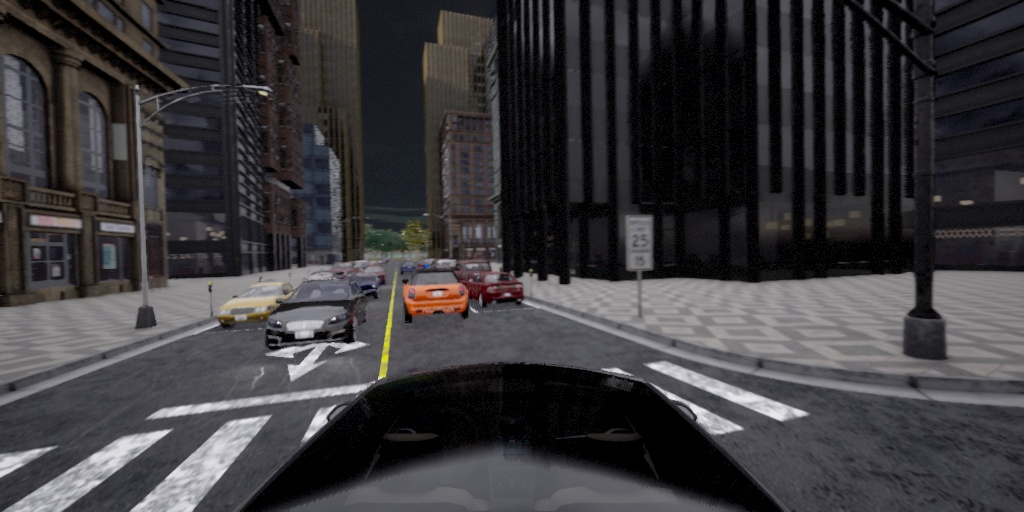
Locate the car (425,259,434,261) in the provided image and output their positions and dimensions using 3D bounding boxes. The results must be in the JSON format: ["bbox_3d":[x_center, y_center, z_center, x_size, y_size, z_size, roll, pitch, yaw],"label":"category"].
[{"bbox_3d":[-6.957,1.218,35.275,2.192,1.841,5.009,0,0,-18],"label":"car"}]

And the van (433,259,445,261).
[{"bbox_3d":[-5.425,1.221,30.424,1.690,1.789,3.998,0,0,-18],"label":"van"}]

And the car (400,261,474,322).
[{"bbox_3d":[-2.956,1.227,13.383,2.097,1.767,4.553,-2,0,-16],"label":"car"}]

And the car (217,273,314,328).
[{"bbox_3d":[-8.904,1.560,13.141,1.751,1.417,4.829,0,0,-18],"label":"car"}]

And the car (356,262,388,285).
[{"bbox_3d":[-11.185,1.515,29.102,1.882,1.535,5.008,-2,0,-18],"label":"car"}]

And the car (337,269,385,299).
[{"bbox_3d":[-8.128,1.592,19.459,1.895,1.301,4.718,-2,0,-18],"label":"car"}]

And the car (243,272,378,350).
[{"bbox_3d":[-5.182,1.437,10.072,2.128,1.511,4.902,-2,0,-17],"label":"car"}]

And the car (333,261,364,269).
[{"bbox_3d":[-14.865,1.440,31.933,2.192,1.841,5.009,0,0,-18],"label":"car"}]

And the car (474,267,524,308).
[{"bbox_3d":[-0.826,1.355,15.871,1.888,1.381,4.507,0,0,-18],"label":"car"}]

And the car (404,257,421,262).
[{"bbox_3d":[-13.093,1.377,45.651,2.097,1.767,4.553,-2,0,-18],"label":"car"}]

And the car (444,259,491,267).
[{"bbox_3d":[-2.359,1.148,20.722,2.192,1.841,5.009,0,0,-18],"label":"car"}]

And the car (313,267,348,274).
[{"bbox_3d":[-11.910,1.631,22.617,2.007,1.370,4.403,0,0,-18],"label":"car"}]
